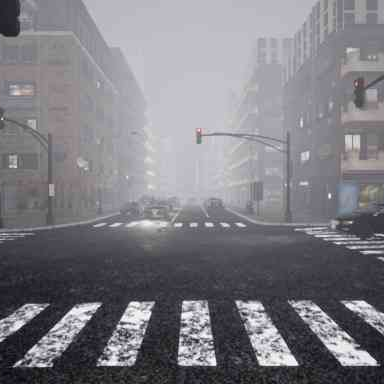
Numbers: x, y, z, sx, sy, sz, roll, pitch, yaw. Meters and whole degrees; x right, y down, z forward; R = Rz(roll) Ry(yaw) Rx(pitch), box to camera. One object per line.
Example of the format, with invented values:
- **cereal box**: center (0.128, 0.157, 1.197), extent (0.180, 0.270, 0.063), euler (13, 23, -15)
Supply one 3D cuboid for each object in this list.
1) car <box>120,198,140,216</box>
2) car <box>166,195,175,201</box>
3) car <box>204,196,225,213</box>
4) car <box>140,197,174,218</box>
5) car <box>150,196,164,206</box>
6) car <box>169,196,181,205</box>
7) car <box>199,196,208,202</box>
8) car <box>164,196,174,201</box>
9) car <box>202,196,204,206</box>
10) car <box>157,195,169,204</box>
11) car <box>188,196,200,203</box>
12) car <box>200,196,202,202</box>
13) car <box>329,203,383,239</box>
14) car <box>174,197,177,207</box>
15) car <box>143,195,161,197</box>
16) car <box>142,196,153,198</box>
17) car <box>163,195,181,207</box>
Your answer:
- **car**: center (-5.708, 1.572, 32.170), extent (1.947, 1.339, 4.313), euler (0, 0, 0)
- **car**: center (-5.742, 1.595, 88.994), extent (2.008, 1.369, 4.403), euler (0, 0, 0)
- **car**: center (2.669, 1.449, 37.859), extent (1.967, 1.590, 4.097), euler (0, 0, 0)
- **car**: center (-3.108, 1.498, 30.602), extent (2.128, 1.511, 4.902), euler (0, 0, 1)
- **car**: center (-5.721, 1.457, 54.900), extent (1.967, 1.590, 4.097), euler (0, 0, 0)
- **car**: center (-3.080, 1.498, 59.889), extent (1.882, 1.535, 5.008), euler (0, 0, 0)
- **car**: center (2.645, 1.585, 77.636), extent (2.008, 1.369, 4.403), euler (0, 0, 0)
- **car**: center (-5.739, 1.590, 83.311), extent (2.008, 1.369, 4.403), euler (0, 0, 0)
- **car**: center (2.665, 1.451, 43.542), extent (1.967, 1.590, 4.097), euler (0, 0, 0)
- **car**: center (-5.728, 1.465, 66.265), extent (1.967, 1.590, 4.097), euler (0, 0, 0)
- **car**: center (0.003, 1.539, 70.587), extent (2.128, 1.511, 4.902), euler (0, 0, 0)
- **car**: center (2.659, 1.599, 54.907), extent (1.802, 1.307, 4.206), euler (0, 0, 0)
- **car**: center (8.981, 1.296, 15.575), extent (4.902, 1.511, 2.128), euler (-1, 0, -4)
- **car**: center (-3.121, 1.610, 39.901), extent (1.895, 1.301, 4.718), euler (0, 0, 0)
- **car**: center (-5.715, 1.326, 43.535), extent (2.192, 1.841, 5.009), euler (0, 0, 0)
- **car**: center (-5.711, 1.534, 37.683), extent (1.752, 1.417, 4.829), euler (0, 0, 0)
- **car**: center (-3.117, 1.578, 49.879), extent (1.994, 1.385, 4.181), euler (0, 0, 0)
